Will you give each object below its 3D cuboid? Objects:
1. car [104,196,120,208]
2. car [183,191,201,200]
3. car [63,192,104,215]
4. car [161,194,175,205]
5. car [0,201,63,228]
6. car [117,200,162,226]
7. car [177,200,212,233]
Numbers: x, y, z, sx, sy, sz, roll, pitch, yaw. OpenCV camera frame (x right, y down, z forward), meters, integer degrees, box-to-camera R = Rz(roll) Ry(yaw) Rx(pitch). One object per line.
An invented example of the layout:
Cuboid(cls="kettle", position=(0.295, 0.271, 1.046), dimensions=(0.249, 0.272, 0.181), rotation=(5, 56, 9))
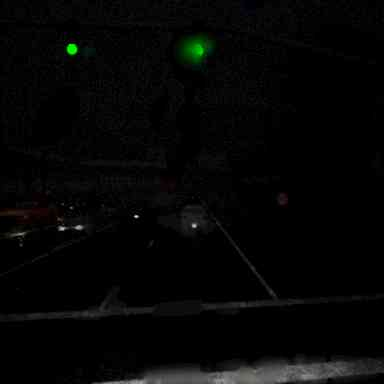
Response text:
Cuboid(cls="car", position=(-10.459, 1.161, 42.054), dimensions=(2.033, 1.411, 5.357), rotation=(0, 1, 0))
Cuboid(cls="car", position=(0.047, 0.805, 43.857), dimensions=(2.150, 2.045, 5.566), rotation=(0, 1, 0))
Cuboid(cls="car", position=(-10.469, 0.995, 31.642), dimensions=(2.150, 2.045, 5.566), rotation=(0, 1, 0))
Cuboid(cls="car", position=(-3.416, 1.045, 47.660), dimensions=(1.812, 1.442, 4.674), rotation=(0, 1, 1))
Cuboid(cls="car", position=(-10.522, 1.366, 21.605), dimensions=(1.882, 1.535, 5.008), rotation=(0, 1, 1))
Cuboid(cls="car", position=(-3.378, 1.448, 22.211), dimensions=(1.994, 1.385, 4.181), rotation=(0, 0, 0))
Cuboid(cls="car", position=(0.119, 1.432, 18.984), dimensions=(1.812, 1.442, 4.674), rotation=(0, 0, 0))
